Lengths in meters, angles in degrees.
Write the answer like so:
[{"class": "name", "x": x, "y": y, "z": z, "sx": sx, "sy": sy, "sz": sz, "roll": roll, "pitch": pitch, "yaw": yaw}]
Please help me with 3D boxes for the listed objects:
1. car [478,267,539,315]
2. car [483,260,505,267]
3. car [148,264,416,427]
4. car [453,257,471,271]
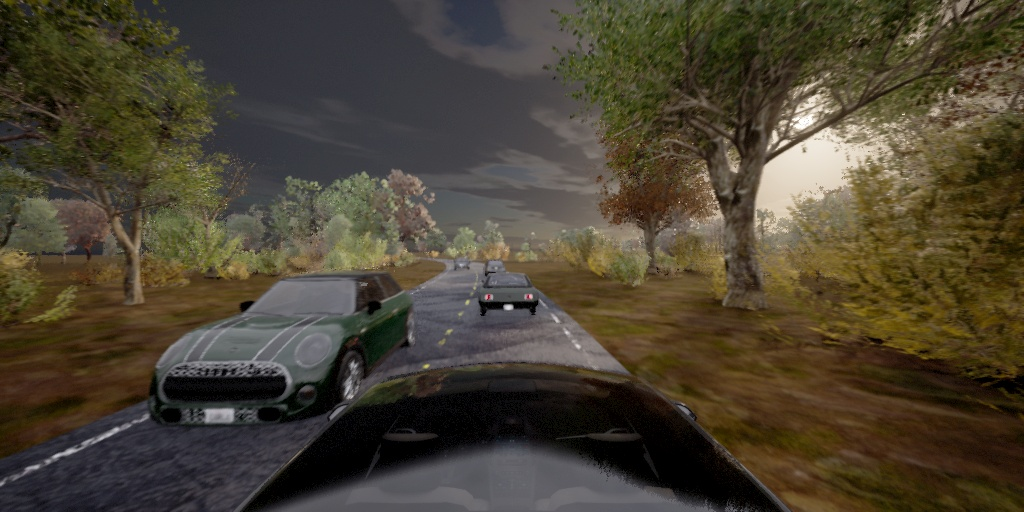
[{"class": "car", "x": -0.187, "y": 1.253, "z": 13.087, "sx": 1.895, "sy": 1.301, "sz": 4.718, "roll": 0, "pitch": 0, "yaw": -2}, {"class": "car", "x": -1.587, "y": 1.034, "z": 32.480, "sx": 2.033, "sy": 1.411, "sz": 5.357, "roll": 0, "pitch": 0, "yaw": -6}, {"class": "car", "x": -3.128, "y": 1.071, "z": 6.016, "sx": 2.097, "sy": 1.767, "sz": 4.553, "roll": 0, "pitch": 1, "yaw": -1}, {"class": "car", "x": -5.928, "y": 0.902, "z": 42.493, "sx": 2.128, "sy": 1.511, "sz": 4.902, "roll": 0, "pitch": 0, "yaw": -8}]
